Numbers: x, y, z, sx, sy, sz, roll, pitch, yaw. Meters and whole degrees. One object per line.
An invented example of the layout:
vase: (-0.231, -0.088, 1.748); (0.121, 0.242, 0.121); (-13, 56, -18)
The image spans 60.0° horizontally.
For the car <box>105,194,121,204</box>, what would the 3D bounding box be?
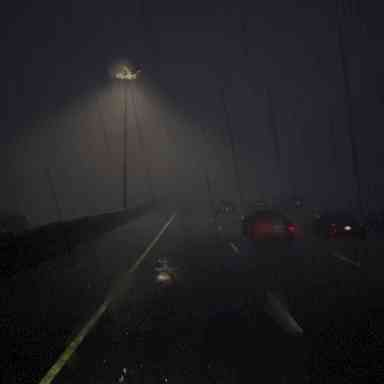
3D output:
car: (-14.042, 1.208, 59.360); (1.882, 1.535, 5.008); (0, 1, 1)

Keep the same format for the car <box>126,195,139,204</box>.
car: (-10.548, 1.262, 58.964); (1.812, 1.442, 4.674); (0, 1, 1)

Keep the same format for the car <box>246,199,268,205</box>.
car: (7.101, 1.477, 36.570); (2.128, 1.511, 4.902); (0, 0, 0)

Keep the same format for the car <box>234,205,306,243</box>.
car: (3.601, 1.602, 16.454); (2.033, 1.411, 5.357); (0, 0, 0)

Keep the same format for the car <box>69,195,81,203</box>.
car: (-21.007, 1.246, 61.398); (2.033, 1.411, 5.357); (0, 1, 0)

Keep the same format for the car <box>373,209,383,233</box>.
car: (10.600, 1.560, 17.211); (1.837, 1.490, 4.892); (0, 0, 0)

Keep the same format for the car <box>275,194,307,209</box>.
car: (10.601, 1.212, 35.822); (2.150, 2.045, 5.566); (0, 0, 0)

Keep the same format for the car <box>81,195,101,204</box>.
car: (-17.542, 1.263, 58.960); (1.812, 1.442, 4.674); (0, 1, 1)

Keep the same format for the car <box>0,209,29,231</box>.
car: (-10.600, 1.619, 17.880); (1.994, 1.385, 4.181); (0, 0, 0)

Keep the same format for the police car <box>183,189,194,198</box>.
police car: (-1.223, 0.680, 83.416); (1.930, 1.638, 5.238); (0, 1, 0)

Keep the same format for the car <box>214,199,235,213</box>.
car: (3.601, 1.490, 36.697); (1.837, 1.490, 4.892); (0, 0, 0)

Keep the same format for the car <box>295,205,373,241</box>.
car: (7.100, 1.619, 17.160); (1.994, 1.385, 4.181); (0, 0, 0)
